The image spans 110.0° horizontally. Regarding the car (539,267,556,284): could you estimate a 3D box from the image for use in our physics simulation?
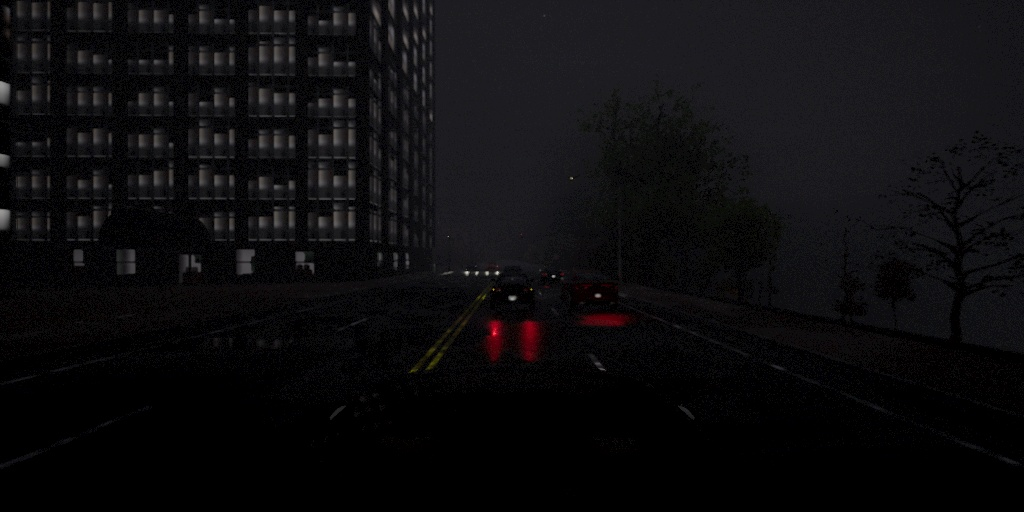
[{"bbox_3d":[3.294,1.601,30.261,1.994,1.385,4.181,0,0,0],"label":"car"}]

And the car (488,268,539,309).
[{"bbox_3d":[0.034,1.416,15.744,1.812,1.442,4.674,0,0,1],"label":"car"}]

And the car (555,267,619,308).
[{"bbox_3d":[3.288,1.371,16.085,1.882,1.535,5.008,0,0,1],"label":"car"}]

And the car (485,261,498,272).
[{"bbox_3d":[-3.234,1.682,59.444,2.097,1.767,4.553,0,0,1],"label":"car"}]

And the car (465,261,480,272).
[{"bbox_3d":[-6.484,1.682,59.446,2.097,1.767,4.553,0,0,1],"label":"car"}]

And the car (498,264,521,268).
[{"bbox_3d":[0.042,1.545,30.346,1.837,1.490,4.892,0,0,0],"label":"car"}]
